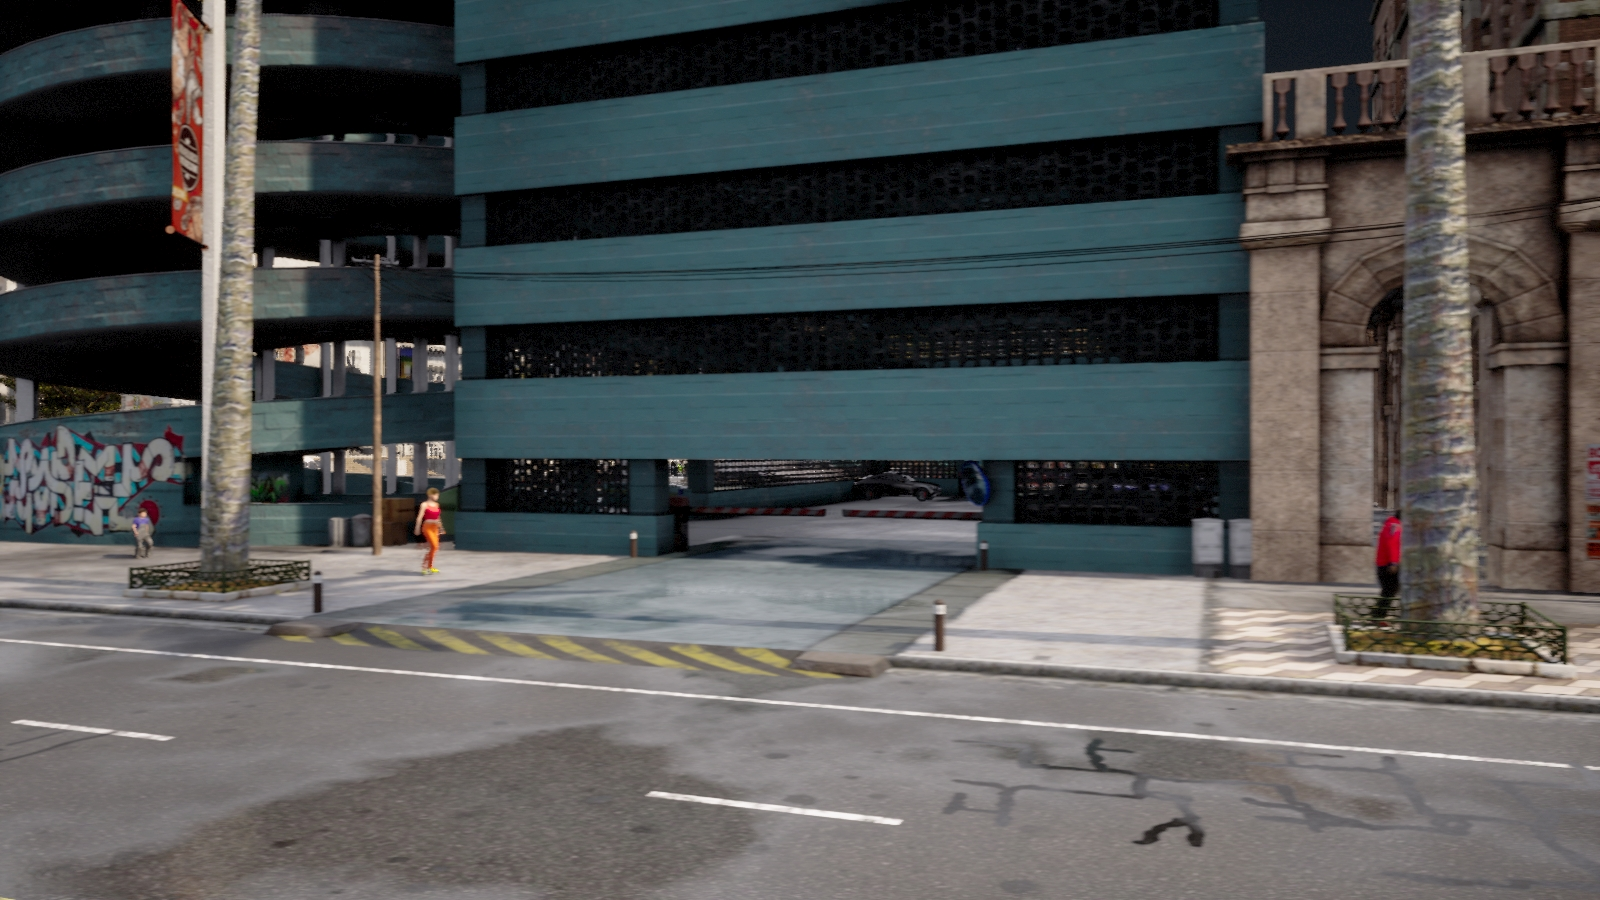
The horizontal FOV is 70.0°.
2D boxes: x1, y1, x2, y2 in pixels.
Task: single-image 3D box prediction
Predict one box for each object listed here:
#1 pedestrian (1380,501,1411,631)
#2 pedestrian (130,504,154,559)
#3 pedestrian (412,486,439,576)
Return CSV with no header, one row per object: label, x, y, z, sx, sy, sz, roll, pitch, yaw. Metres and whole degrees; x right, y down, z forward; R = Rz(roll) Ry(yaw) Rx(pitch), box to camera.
pedestrian,8.769,1.698,16.825,0.375,1.860,0.375,0,0,24
pedestrian,-15.968,1.976,27.735,0.375,1.300,0.375,0,0,28
pedestrian,-7.877,1.696,24.038,0.375,1.860,0.375,0,0,25
